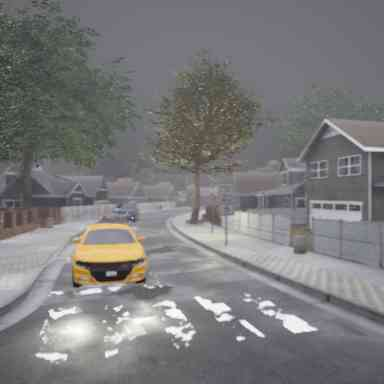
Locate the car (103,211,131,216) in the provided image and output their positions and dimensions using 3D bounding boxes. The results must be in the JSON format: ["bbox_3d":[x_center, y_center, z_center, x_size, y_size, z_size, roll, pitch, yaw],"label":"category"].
[{"bbox_3d":[-5.315,2.176,22.424,1.895,1.301,4.718,0,-2,-9],"label":"car"}]

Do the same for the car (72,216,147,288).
[{"bbox_3d":[-2.583,1.749,10.405,1.882,1.535,5.008,0,-2,-15],"label":"car"}]

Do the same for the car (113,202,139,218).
[{"bbox_3d":[-6.650,2.083,33.925,2.150,2.045,5.566,0,-2,-3],"label":"car"}]
